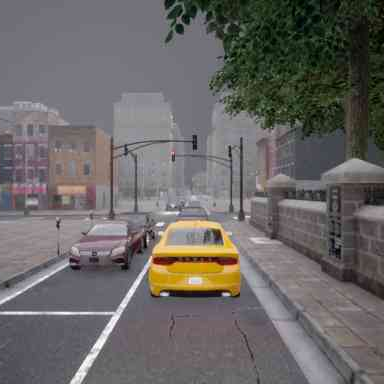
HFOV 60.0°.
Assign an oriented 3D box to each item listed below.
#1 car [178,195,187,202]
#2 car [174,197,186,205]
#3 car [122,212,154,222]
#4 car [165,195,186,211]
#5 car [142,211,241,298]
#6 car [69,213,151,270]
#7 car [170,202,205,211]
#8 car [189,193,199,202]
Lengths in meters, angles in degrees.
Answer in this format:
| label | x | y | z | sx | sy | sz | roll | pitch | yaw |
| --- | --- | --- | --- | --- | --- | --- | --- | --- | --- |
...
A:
| label | x | y | z | sx | sy | sz | roll | pitch | yaw |
| --- | --- | --- | --- | --- | --- | --- | --- | --- | --- |
| car | -2.100 | 1.463 | 76.445 | 1.837 | 1.490 | 4.892 | 0 | 0 | 0 |
| car | -2.175 | 1.586 | 61.686 | 1.895 | 1.301 | 4.718 | 0 | 0 | 0 |
| car | -2.614 | 1.565 | 14.668 | 1.947 | 1.339 | 4.313 | 0 | 0 | 0 |
| car | -2.222 | 1.482 | 41.666 | 2.128 | 1.511 | 4.902 | 0 | 0 | 0 |
| car | 0.080 | 1.477 | 8.598 | 1.882 | 1.535 | 5.008 | 0 | 0 | 0 |
| car | -2.620 | 1.581 | 11.005 | 1.802 | 1.307 | 4.206 | 0 | 0 | 0 |
| car | 0.034 | 1.546 | 19.088 | 2.033 | 1.411 | 5.357 | 0 | 0 | 0 |
| car | 0.395 | 1.508 | 66.876 | 1.812 | 1.442 | 4.674 | 0 | 0 | 0 |
